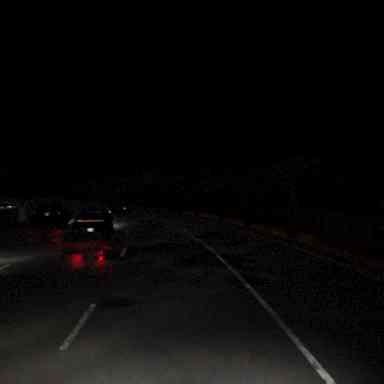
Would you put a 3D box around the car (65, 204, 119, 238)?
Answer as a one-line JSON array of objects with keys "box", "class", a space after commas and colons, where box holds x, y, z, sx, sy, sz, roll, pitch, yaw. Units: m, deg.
[{"box": [-5.485, 1.672, 18.859, 2.128, 1.511, 4.902, 0, -1, -11], "class": "car"}]

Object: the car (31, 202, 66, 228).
[{"box": [-10.458, 1.600, 24.797, 2.097, 1.767, 4.553, 0, 0, -15], "class": "car"}]

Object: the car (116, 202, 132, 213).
[{"box": [-8.779, 1.946, 41.277, 1.994, 1.385, 4.181, 0, -1, -23], "class": "car"}]

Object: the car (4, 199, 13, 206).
[{"box": [-38.619, 2.242, 69.511, 1.812, 1.442, 4.674, 0, -1, -27], "class": "car"}]

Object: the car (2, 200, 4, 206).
[{"box": [-21.057, 1.855, 34.029, 2.128, 1.511, 4.902, 0, -1, -22], "class": "car"}]
